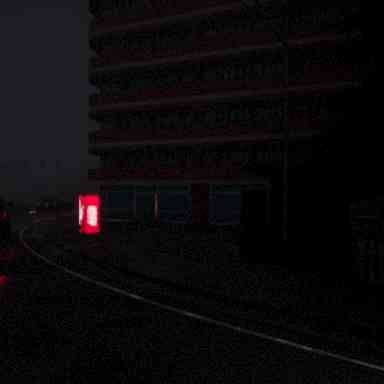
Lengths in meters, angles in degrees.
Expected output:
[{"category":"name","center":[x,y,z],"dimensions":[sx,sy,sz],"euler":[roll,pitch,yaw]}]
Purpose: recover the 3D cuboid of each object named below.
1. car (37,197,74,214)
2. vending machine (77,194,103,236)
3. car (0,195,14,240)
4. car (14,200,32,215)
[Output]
[{"category":"car","center":[-13.574,1.228,33.296],"dimensions":[2.097,1.767,4.553],"euler":[0,0,2]},{"category":"vending machine","center":[-5.270,1.138,17.157],"dimensions":[1.100,2.100,0.880],"euler":[0,0,-29]},{"category":"car","center":[-10.002,1.148,16.074],"dimensions":[2.150,2.045,5.566],"euler":[0,0,-28]},{"category":"car","center":[-17.115,1.428,31.829],"dimensions":[1.994,1.385,4.181],"euler":[0,0,-1]}]
